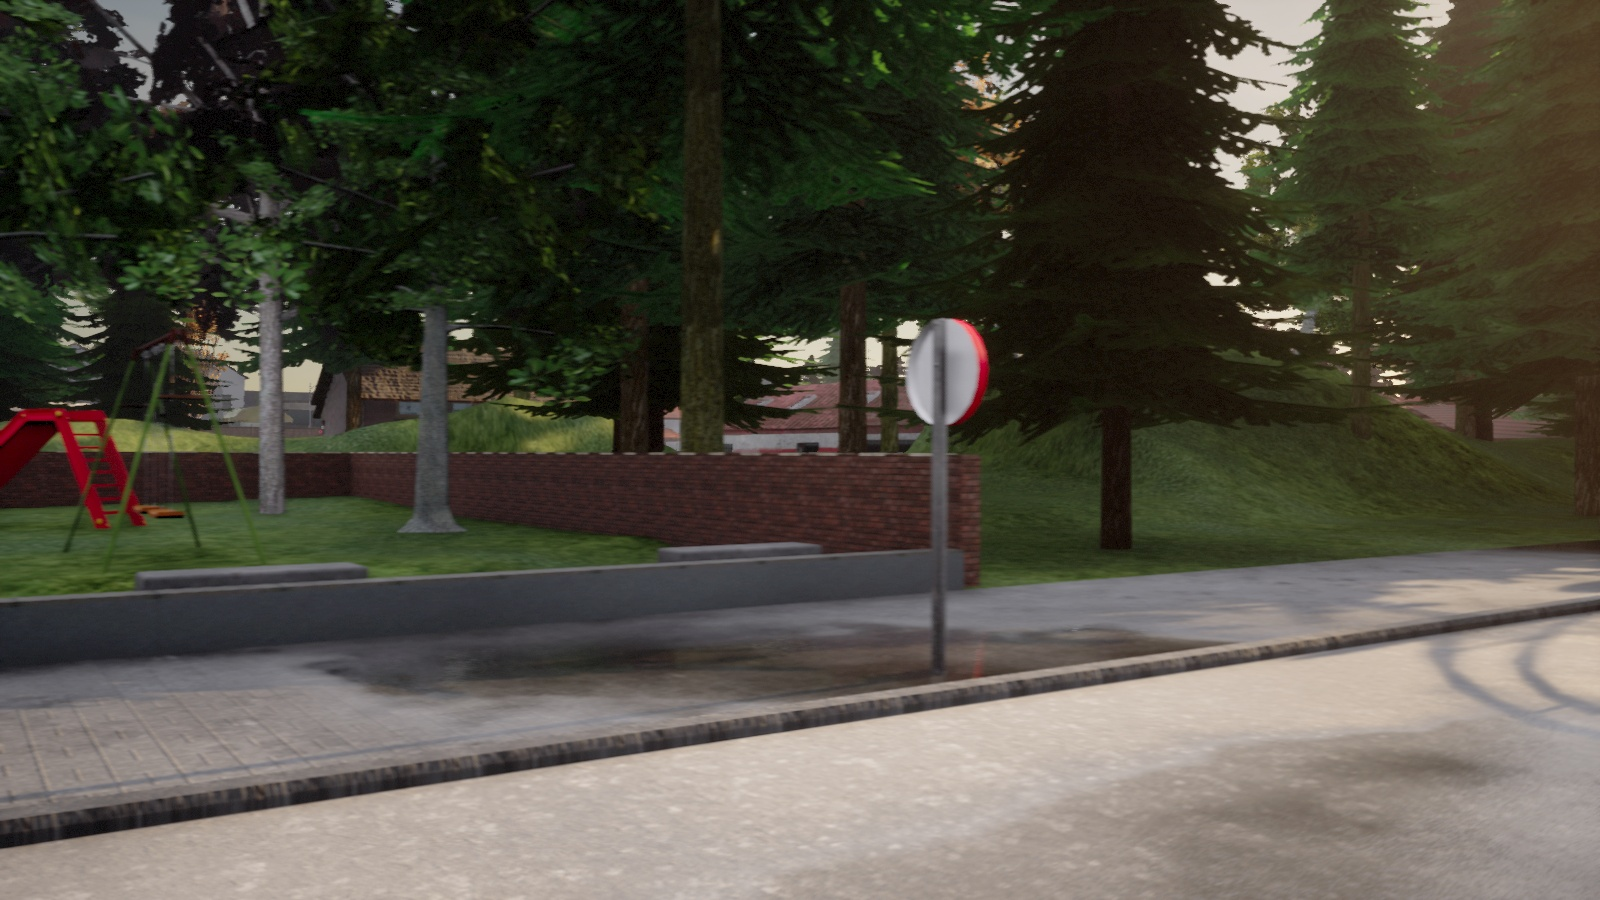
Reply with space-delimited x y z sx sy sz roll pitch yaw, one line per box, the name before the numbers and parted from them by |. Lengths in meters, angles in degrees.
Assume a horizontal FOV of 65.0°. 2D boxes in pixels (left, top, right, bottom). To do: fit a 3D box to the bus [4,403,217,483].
bus | -39.432 -0.359 72.051 10.273 4.253 3.944 0 0 -37
